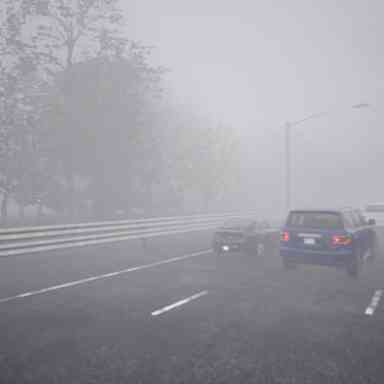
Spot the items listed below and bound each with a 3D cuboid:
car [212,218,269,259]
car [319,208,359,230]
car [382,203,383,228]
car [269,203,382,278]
[{"bbox_3d":[2.703,1.883,14.450,1.837,1.490,4.892,-1,-2,36],"label":"car"},{"bbox_3d":[12.261,2.154,27.487,1.882,1.535,5.008,-1,-2,37],"label":"car"},{"bbox_3d":[13.622,1.786,23.512,2.150,2.045,5.566,-1,-2,37],"label":"car"},{"bbox_3d":[4.873,1.510,11.500,2.150,2.045,5.566,-1,-2,36],"label":"car"}]
